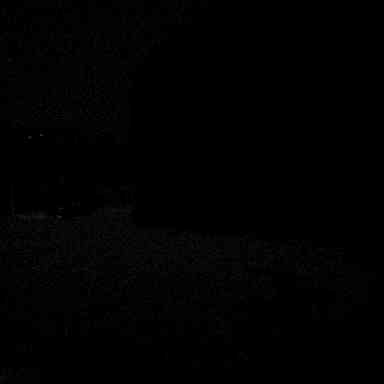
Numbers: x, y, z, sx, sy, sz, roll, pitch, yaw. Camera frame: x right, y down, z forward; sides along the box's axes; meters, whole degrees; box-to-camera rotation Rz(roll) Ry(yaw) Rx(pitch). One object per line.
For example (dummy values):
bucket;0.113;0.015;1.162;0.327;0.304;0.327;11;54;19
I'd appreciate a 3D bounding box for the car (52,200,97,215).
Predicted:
car;-12.735;1.664;36.345;1.882;1.535;5.008;-1;0;35
